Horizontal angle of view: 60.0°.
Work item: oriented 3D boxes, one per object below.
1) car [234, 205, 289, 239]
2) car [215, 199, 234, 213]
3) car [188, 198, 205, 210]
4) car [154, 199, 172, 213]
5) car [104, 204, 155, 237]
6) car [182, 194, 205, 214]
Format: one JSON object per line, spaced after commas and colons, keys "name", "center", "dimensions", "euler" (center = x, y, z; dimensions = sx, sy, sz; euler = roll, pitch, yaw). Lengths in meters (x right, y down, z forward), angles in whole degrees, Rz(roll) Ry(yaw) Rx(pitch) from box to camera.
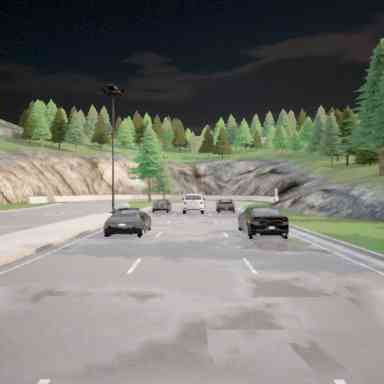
{"name": "car", "center": [3.607, 1.475, 17.477], "dimensions": [1.882, 1.535, 5.008], "euler": [0, 0, 0]}
{"name": "car", "center": [3.685, 1.486, 37.047], "dimensions": [2.128, 1.511, 4.902], "euler": [0, 0, 1]}
{"name": "car", "center": [0.662, 1.557, 44.557], "dimensions": [1.994, 1.385, 4.181], "euler": [0, 0, 6]}
{"name": "car", "center": [-3.318, 1.542, 37.511], "dimensions": [2.033, 1.411, 5.357], "euler": [0, 0, 2]}
{"name": "car", "center": [-3.393, 1.561, 18.113], "dimensions": [1.994, 1.385, 4.181], "euler": [0, 0, 0]}
{"name": "car", "center": [0.152, 1.216, 35.181], "dimensions": [2.150, 2.045, 5.566], "euler": [0, 0, 0]}
